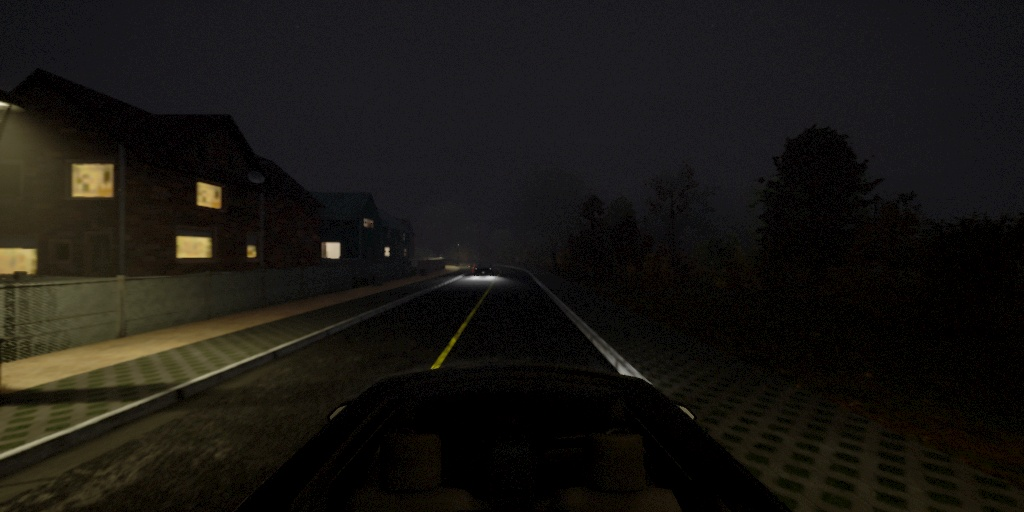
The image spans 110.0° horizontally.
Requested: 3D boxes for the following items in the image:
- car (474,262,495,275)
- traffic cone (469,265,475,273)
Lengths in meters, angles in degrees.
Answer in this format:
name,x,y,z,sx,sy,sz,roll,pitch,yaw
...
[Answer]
name,x,y,z,sx,sy,sz,roll,pitch,yaw
car,-2.854,1.332,37.779,1.895,1.301,4.718,0,0,0
traffic cone,-4.147,1.468,37.660,0.340,0.580,0.340,0,0,0
